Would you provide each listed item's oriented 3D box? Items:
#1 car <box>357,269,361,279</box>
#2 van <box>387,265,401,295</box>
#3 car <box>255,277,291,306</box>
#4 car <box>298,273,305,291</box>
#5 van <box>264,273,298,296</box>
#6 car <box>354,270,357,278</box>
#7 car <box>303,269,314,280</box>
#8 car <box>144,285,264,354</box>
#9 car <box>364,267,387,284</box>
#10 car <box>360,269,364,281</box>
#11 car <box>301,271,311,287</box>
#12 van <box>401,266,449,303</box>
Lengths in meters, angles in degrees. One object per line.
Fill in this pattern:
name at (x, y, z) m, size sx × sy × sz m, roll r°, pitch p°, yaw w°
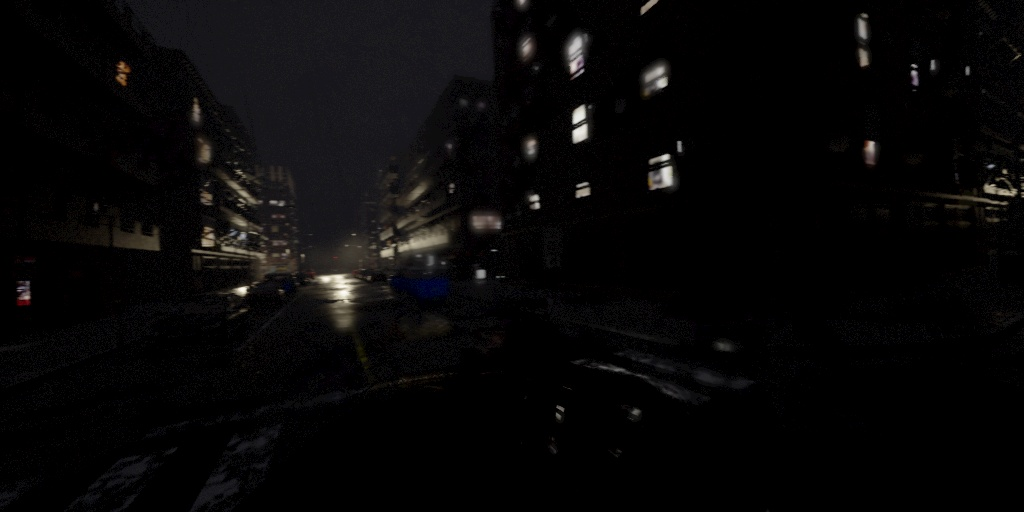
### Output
car at (-19.782, 2.488, 49.244) m, size 1.967 × 1.591 × 4.097 m, roll 0°, pitch 0°, yaw -27°
van at (-7.152, 1.607, 24.299) m, size 1.690 × 1.789 × 3.998 m, roll 0°, pitch 0°, yaw -27°
car at (-14.172, 2.182, 20.734) m, size 1.802 × 1.307 × 4.207 m, roll 0°, pitch 0°, yaw -27°
car at (-19.224, 2.464, 30.712) m, size 2.007 × 1.370 × 4.403 m, roll 0°, pitch 0°, yaw -27°
van at (-16.698, 2.098, 25.723) m, size 1.690 × 1.789 × 3.998 m, roll 0°, pitch 0°, yaw -27°
car at (-22.309, 2.643, 54.233) m, size 1.967 × 1.591 × 4.097 m, roll 0°, pitch 0°, yaw -27°
car at (-26.802, 2.821, 45.679) m, size 1.967 × 1.591 × 4.097 m, roll 0°, pitch 0°, yaw -27°
car at (-9.120, 1.836, 10.755) m, size 2.007 × 1.370 × 4.403 m, roll 0°, pitch 0°, yaw -27°
car at (-14.730, 2.281, 39.266) m, size 1.888 × 1.381 × 4.507 m, roll 0°, pitch 0°, yaw -27°
car at (-17.256, 2.474, 44.255) m, size 1.802 × 1.307 × 4.207 m, roll 0°, pitch 0°, yaw -27°
car at (-24.276, 2.791, 40.690) m, size 1.948 × 1.339 × 4.313 m, roll 0°, pitch 0°, yaw -27°
van at (-4.626, 1.450, 19.309) m, size 1.690 × 1.789 × 3.998 m, roll 0°, pitch 0°, yaw -27°
